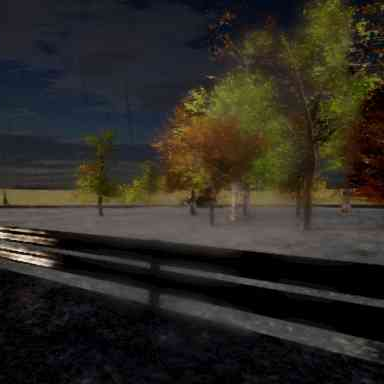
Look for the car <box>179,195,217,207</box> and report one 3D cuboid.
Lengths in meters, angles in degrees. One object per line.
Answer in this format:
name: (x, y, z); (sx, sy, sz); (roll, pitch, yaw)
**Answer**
car: (0.790, 1.146, 43.346); (4.892, 1.490, 1.837); (-1, 0, 10)
